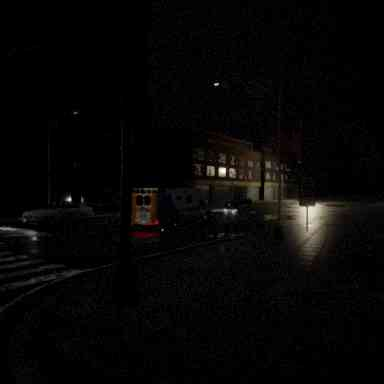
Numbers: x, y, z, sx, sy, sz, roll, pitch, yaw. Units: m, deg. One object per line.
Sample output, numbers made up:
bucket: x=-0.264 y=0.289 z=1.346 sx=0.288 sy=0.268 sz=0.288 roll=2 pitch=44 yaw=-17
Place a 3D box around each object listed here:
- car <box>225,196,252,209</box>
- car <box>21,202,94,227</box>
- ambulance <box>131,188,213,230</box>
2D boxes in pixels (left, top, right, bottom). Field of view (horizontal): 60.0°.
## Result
car: x=5.919 y=1.254 z=42.015 sx=2.128 sy=1.511 sz=4.902 roll=1 pitch=1 yaw=36
car: x=-8.602 y=1.384 z=21.664 sx=1.812 sy=1.442 sz=4.674 roll=1 pitch=1 yaw=35
ambulance: x=-1.048 y=0.964 z=20.879 sx=2.351 sy=2.431 sz=6.366 roll=1 pitch=1 yaw=35
